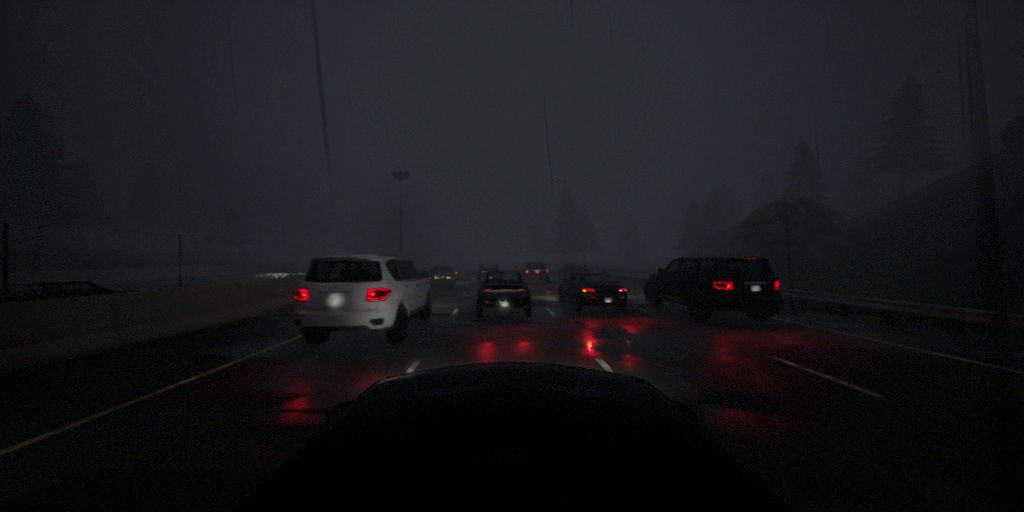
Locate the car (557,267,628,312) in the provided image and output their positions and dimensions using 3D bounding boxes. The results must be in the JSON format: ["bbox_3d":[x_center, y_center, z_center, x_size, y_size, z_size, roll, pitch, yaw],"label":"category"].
[{"bbox_3d":[3.100,1.324,14.348,1.812,1.442,4.674,0,0,-3],"label":"car"}]

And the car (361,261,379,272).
[{"bbox_3d":[-21.215,1.526,53.710,1.882,1.535,5.008,0,0,-15],"label":"car"}]

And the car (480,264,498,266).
[{"bbox_3d":[-1.881,1.372,29.051,2.128,1.511,4.902,0,0,-8],"label":"car"}]

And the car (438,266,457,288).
[{"bbox_3d":[-4.896,1.417,24.991,2.033,1.411,5.357,0,0,-7],"label":"car"}]

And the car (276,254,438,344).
[{"bbox_3d":[-3.679,1.013,9.953,2.150,2.045,5.566,0,-1,-2],"label":"car"}]

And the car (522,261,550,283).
[{"bbox_3d":[1.645,1.220,29.059,2.097,1.767,4.553,0,0,-7],"label":"car"}]

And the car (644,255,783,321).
[{"bbox_3d":[6.710,1.004,12.711,2.150,2.045,5.566,0,0,-2],"label":"car"}]

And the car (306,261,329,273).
[{"bbox_3d":[-28.043,1.556,51.805,1.837,1.490,4.892,1,0,-15],"label":"car"}]

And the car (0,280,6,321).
[{"bbox_3d":[-17.449,1.437,9.346,1.895,1.301,4.718,0,0,-1],"label":"car"}]

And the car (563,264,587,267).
[{"bbox_3d":[5.088,1.369,29.781,1.837,1.490,4.892,0,0,-7],"label":"car"}]

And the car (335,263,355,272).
[{"bbox_3d":[-24.442,1.653,52.579,1.895,1.301,4.718,0,0,-16],"label":"car"}]

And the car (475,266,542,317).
[{"bbox_3d":[-0.355,1.296,13.453,2.128,1.511,4.902,0,0,-3],"label":"car"}]

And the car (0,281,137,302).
[{"bbox_3d":[-14.003,1.432,10.512,1.895,1.301,4.718,0,0,-2],"label":"car"}]
